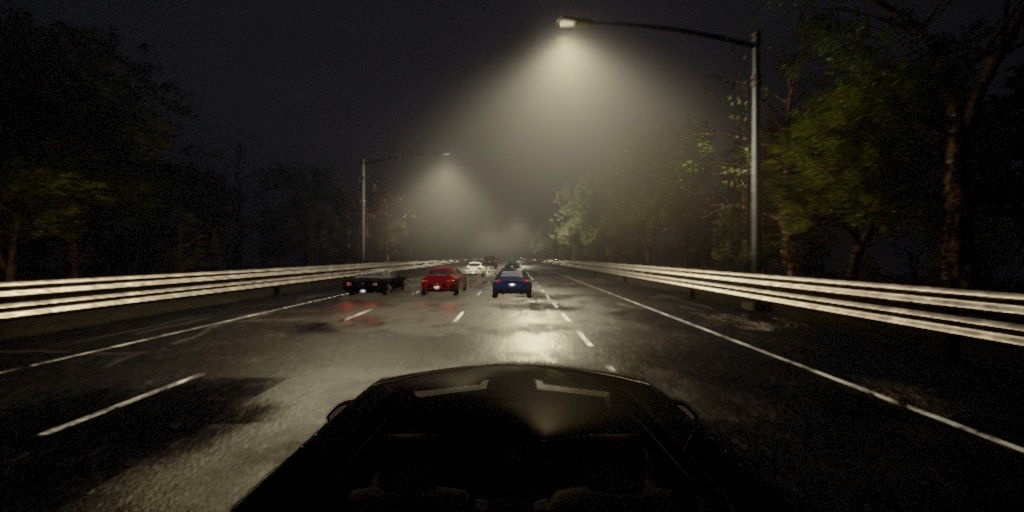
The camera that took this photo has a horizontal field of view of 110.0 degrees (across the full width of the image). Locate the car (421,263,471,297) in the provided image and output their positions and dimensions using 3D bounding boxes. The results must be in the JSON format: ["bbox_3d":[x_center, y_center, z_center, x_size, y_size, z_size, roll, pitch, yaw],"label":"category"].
[{"bbox_3d":[-3.496,1.281,18.964,1.812,1.442,4.674,0,0,0],"label":"car"}]

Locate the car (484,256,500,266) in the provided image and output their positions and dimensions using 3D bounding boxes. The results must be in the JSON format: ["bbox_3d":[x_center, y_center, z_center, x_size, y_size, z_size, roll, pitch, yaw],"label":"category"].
[{"bbox_3d":[-3.485,0.994,58.719,2.150,2.045,5.566,0,0,0],"label":"car"}]

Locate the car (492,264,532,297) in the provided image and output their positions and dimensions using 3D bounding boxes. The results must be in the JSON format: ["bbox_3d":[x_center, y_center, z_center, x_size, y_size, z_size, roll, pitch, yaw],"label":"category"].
[{"bbox_3d":[0.004,1.319,18.887,1.994,1.385,4.181,0,0,0],"label":"car"}]

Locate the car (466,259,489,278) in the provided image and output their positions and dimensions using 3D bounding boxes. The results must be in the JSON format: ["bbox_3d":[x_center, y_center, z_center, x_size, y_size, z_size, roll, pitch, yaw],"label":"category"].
[{"bbox_3d":[-3.491,1.286,34.636,1.812,1.442,4.674,0,0,0],"label":"car"}]

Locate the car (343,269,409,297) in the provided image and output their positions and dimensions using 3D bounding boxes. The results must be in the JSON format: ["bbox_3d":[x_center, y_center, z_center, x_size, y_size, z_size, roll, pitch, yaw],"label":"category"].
[{"bbox_3d":[-6.994,1.356,19.038,1.895,1.301,4.718,0,0,0],"label":"car"}]

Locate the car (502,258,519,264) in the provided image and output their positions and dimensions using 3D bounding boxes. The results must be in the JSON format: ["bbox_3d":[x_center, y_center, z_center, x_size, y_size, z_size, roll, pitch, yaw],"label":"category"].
[{"bbox_3d":[0.013,1.331,48.598,1.994,1.385,4.181,0,0,0],"label":"car"}]
